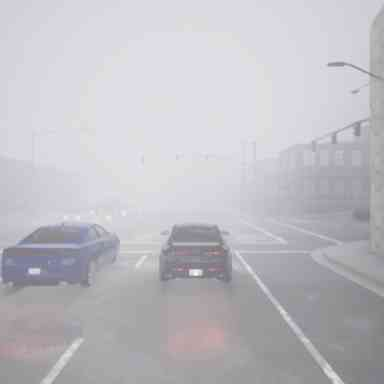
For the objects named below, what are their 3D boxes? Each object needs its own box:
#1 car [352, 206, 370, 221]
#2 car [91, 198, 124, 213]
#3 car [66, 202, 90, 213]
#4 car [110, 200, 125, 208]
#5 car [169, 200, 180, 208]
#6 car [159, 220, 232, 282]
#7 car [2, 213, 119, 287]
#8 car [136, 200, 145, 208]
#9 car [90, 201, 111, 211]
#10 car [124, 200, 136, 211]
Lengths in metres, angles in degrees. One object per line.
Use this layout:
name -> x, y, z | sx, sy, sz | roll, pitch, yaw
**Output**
car -> 14.929, 1.320, 25.520 | 5.008, 1.535, 1.882 | -5, -1, 0
car -> -10.574, 1.721, 42.008 | 2.150, 2.045, 5.566 | 0, -1, 0
car -> -14.068, 2.017, 41.310 | 1.812, 1.442, 4.674 | 0, -1, 0
car -> -13.997, 2.273, 62.904 | 1.812, 1.442, 4.674 | 0, -1, 1
car -> -3.366, 2.238, 63.945 | 1.882, 1.535, 5.008 | 0, -1, 0
car -> 0.094, 1.627, 10.091 | 1.837, 1.490, 4.892 | 0, 0, 0
car -> -3.439, 1.594, 9.700 | 1.882, 1.535, 5.008 | 0, -1, -1
car -> -10.476, 2.260, 65.808 | 1.882, 1.535, 5.008 | 0, -1, 0
car -> -14.065, 2.173, 51.266 | 1.994, 1.385, 4.181 | 0, -1, 0
car -> -10.564, 2.109, 51.970 | 2.128, 1.511, 4.902 | 0, -1, 0
